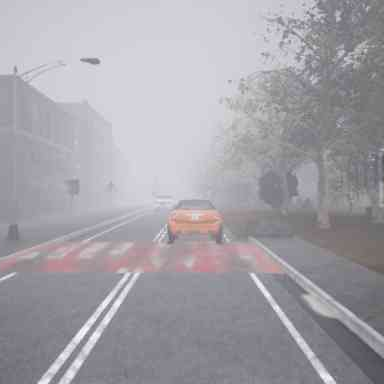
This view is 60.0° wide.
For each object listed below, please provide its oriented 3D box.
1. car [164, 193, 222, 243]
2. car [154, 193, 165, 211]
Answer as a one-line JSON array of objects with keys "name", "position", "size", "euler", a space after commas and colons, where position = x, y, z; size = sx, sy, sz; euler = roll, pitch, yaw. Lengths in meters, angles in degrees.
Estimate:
[{"name": "car", "position": [0.116, 1.220, 14.469], "size": [2.097, 1.767, 4.553], "euler": [0, -6, 0]}, {"name": "car", "position": [-3.227, 1.189, 39.597], "size": [2.150, 2.045, 5.566], "euler": [0, 0, 0]}]
